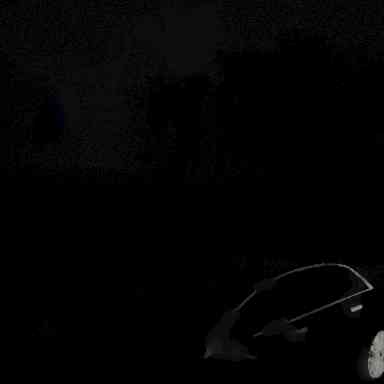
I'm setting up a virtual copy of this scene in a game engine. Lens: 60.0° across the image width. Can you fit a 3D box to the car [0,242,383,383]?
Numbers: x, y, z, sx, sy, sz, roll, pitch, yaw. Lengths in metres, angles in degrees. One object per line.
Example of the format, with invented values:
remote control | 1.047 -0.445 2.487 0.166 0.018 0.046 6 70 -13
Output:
car | 0.481 1.422 3.684 4.892 1.490 1.837 0 2 -35
